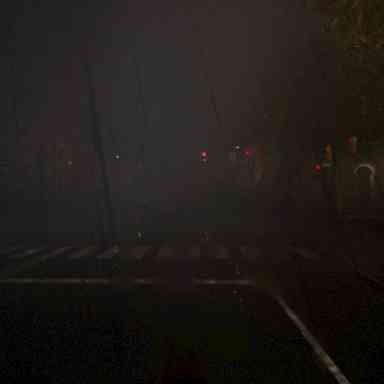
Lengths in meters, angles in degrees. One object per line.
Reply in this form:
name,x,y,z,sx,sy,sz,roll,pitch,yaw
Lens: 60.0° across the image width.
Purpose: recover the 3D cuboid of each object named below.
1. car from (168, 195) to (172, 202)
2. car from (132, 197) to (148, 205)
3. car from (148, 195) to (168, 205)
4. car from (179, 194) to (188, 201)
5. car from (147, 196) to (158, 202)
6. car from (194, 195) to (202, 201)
car,-5.632,1.532,76.583,1.812,1.442,4.674,0,0,2
car,-9.560,1.548,60.316,2.033,1.411,5.357,0,0,1
car,-6.061,1.552,60.300,2.033,1.411,5.357,0,0,1
car,-1.990,1.292,81.783,2.097,1.767,4.553,0,0,2
car,-9.133,1.557,76.606,1.994,1.385,4.181,0,0,2
car,1.509,1.467,81.721,2.128,1.511,4.902,0,0,2
